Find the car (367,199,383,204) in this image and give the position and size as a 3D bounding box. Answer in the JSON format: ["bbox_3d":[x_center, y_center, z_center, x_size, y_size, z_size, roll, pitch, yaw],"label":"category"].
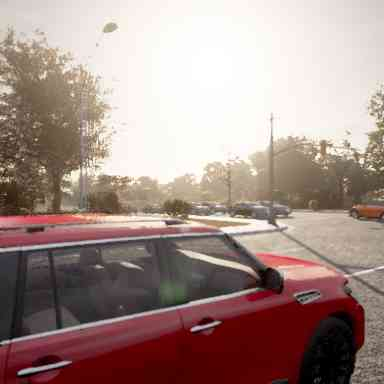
[{"bbox_3d":[14.857,1.359,26.509,2.097,1.767,4.553,0,0,-19],"label":"car"}]

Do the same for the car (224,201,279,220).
[{"bbox_3d":[5.219,1.616,30.038,2.128,1.511,4.902,0,-1,-32],"label":"car"}]

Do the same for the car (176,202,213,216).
[{"bbox_3d":[0.196,1.932,37.936,1.837,1.490,4.892,0,-2,-33],"label":"car"}]

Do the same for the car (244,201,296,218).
[{"bbox_3d":[7.579,1.642,32.824,2.128,1.511,4.902,0,-1,-33],"label":"car"}]

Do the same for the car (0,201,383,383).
[{"bbox_3d":[-0.576,1.224,3.314,5.566,2.045,2.150,-1,0,-35],"label":"car"}]

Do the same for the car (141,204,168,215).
[{"bbox_3d":[-5.374,2.442,46.718,1.837,1.490,4.892,0,-3,-32],"label":"car"}]

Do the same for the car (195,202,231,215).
[{"bbox_3d":[2.478,1.986,40.876,1.837,1.490,4.892,0,-3,-32],"label":"car"}]
